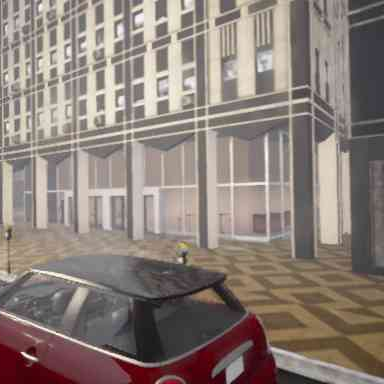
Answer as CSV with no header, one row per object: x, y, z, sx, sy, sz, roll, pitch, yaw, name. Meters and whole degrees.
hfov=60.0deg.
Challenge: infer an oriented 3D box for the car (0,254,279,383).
-1.239,1.443,3.778,4.097,1.590,1.967,0,-1,36,car
